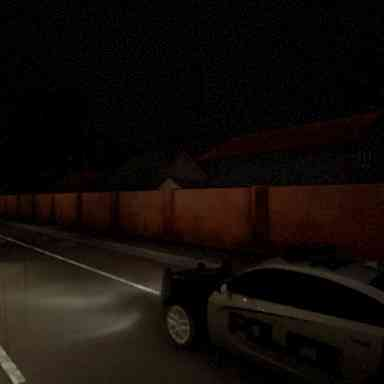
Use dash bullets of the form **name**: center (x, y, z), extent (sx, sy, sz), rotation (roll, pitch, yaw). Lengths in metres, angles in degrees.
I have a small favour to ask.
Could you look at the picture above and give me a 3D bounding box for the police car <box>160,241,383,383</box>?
- **police car**: center (1.464, 1.527, 4.542), extent (1.930, 1.638, 5.238), rotation (1, -2, -42)
